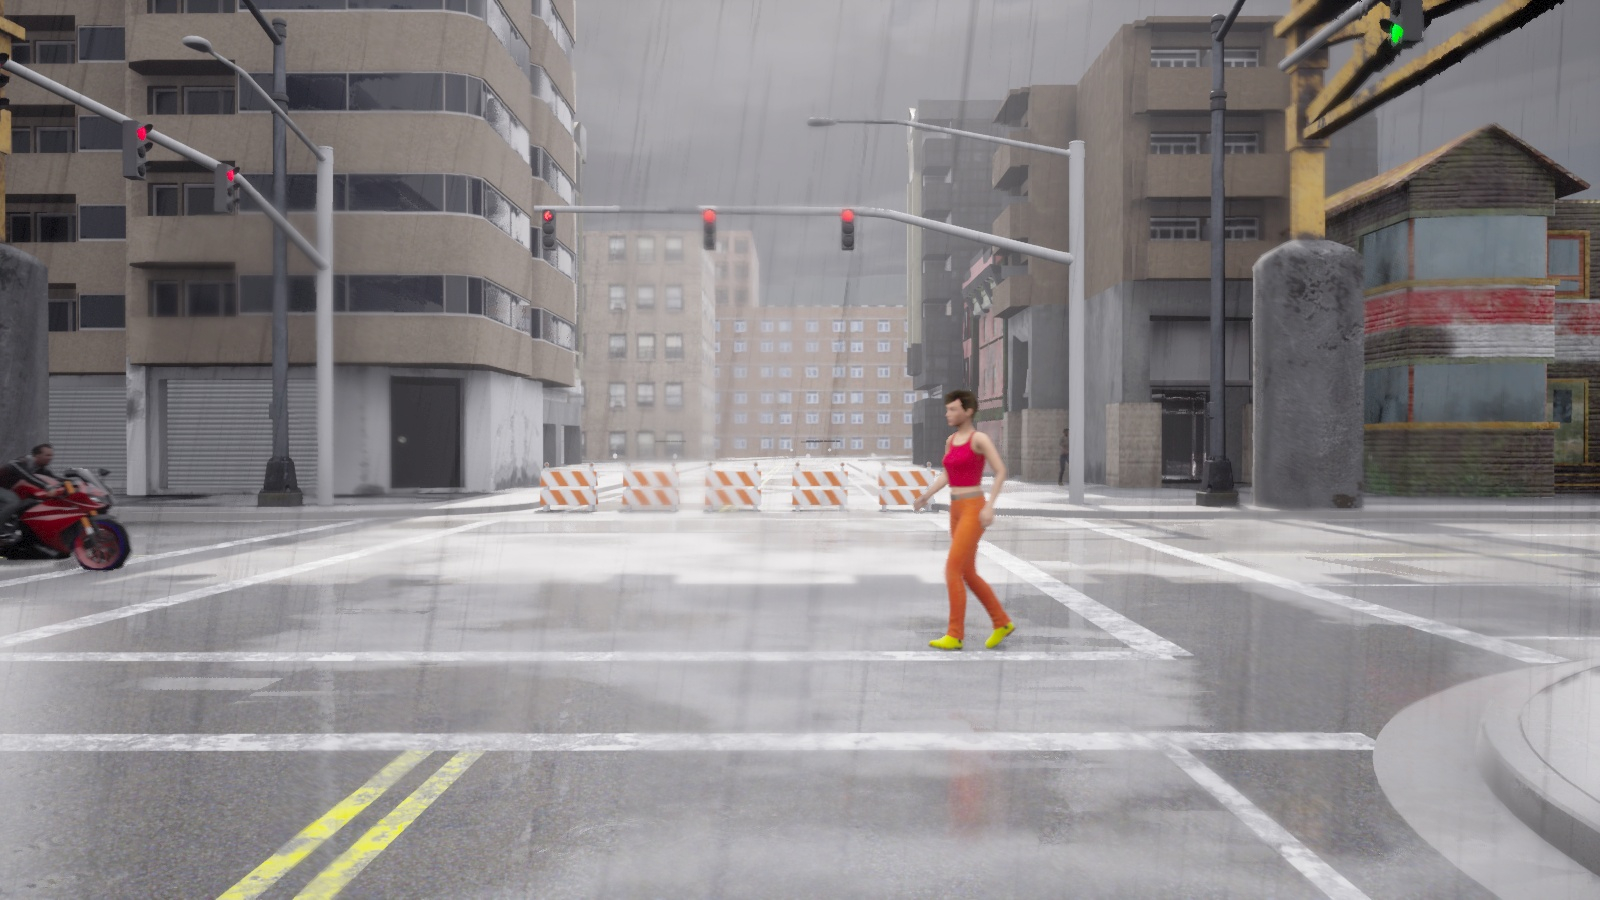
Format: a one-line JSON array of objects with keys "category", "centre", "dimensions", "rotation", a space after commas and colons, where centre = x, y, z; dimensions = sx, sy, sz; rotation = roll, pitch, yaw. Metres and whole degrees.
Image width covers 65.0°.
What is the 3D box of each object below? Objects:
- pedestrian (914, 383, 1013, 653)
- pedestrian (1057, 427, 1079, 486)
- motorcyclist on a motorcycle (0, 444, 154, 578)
[{"category": "pedestrian", "centre": [1.141, 0.462, 8.793], "dimensions": [0.594, 1.836, 0.345], "rotation": [0, 0, -19]}, {"category": "pedestrian", "centre": [8.300, 0.198, 38.954], "dimensions": [0.328, 1.805, 0.869], "rotation": [0, 0, -13]}, {"category": "motorcyclist on a motorcycle", "centre": [-8.901, 0.691, 14.750], "dimensions": [2.191, 1.530, 0.866], "rotation": [0, 0, 0]}]
